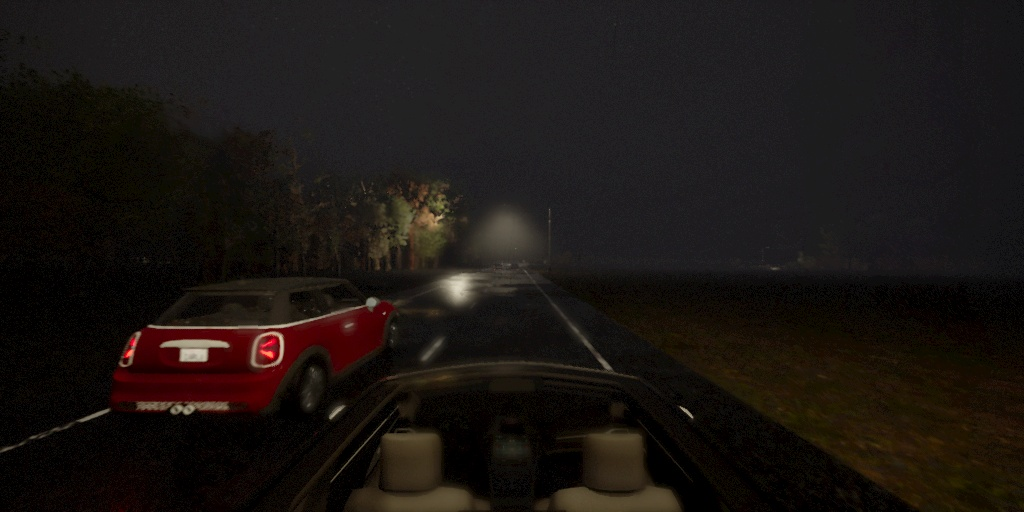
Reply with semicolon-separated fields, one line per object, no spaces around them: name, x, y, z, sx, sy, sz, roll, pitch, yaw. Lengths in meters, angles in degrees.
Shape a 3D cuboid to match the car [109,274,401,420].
car;-3.500;1.134;6.090;2.097;1.767;4.553;0;0;0
